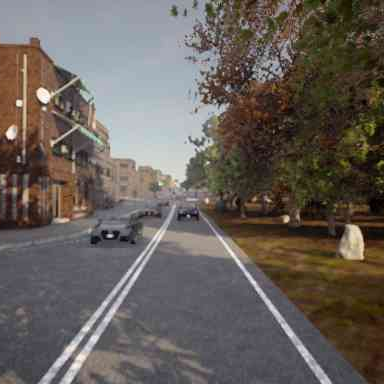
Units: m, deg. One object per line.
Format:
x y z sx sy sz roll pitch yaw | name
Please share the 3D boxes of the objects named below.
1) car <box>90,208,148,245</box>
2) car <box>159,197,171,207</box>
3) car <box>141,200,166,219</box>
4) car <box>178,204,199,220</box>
-3.514 1.696 16.168 1.994 1.385 4.181 0 -1 -1 | car
-4.480 1.607 53.036 1.837 1.490 4.892 0 0 -2 | car
-3.838 1.749 31.602 1.994 1.385 4.181 0 0 -2 | car
-0.369 1.788 30.787 1.895 1.301 4.718 0 0 -2 | car
